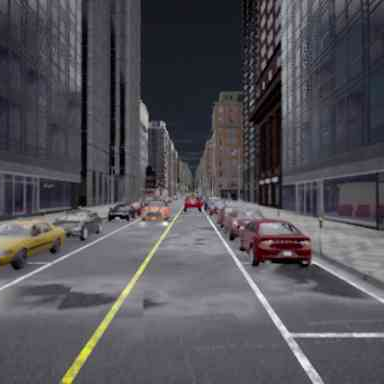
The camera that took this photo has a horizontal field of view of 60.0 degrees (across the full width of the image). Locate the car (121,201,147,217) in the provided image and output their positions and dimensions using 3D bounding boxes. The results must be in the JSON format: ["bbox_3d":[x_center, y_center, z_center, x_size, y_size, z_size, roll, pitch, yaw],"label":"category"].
[{"bbox_3d":[-5.863,1.695,34.028,1.887,1.381,4.507,1,0,0],"label":"car"}]

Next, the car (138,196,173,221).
[{"bbox_3d":[-3.012,1.476,28.569,2.097,1.767,4.553,0,0,0],"label":"car"}]

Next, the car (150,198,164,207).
[{"bbox_3d":[-5.872,1.800,56.525,1.887,1.381,4.507,1,0,0],"label":"car"}]

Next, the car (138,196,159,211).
[{"bbox_3d":[-5.865,1.517,45.278,2.192,1.841,5.009,1,0,0],"label":"car"}]

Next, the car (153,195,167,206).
[{"bbox_3d":[-5.872,1.598,62.151,2.192,1.841,5.009,1,0,0],"label":"car"}]

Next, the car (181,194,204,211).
[{"bbox_3d":[0.083,1.413,43.211,2.150,2.045,5.566,0,0,0],"label":"car"}]

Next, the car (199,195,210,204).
[{"bbox_3d":[2.649,1.652,73.395,2.192,1.841,5.009,1,0,0],"label":"car"}]

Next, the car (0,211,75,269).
[{"bbox_3d":[-5.854,1.575,11.360,1.752,1.417,4.829,1,0,0],"label":"car"}]

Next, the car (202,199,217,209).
[{"bbox_3d":[2.656,1.779,50.897,2.008,1.369,4.403,1,0,0],"label":"car"}]

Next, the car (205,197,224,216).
[{"bbox_3d":[2.664,1.590,34.024,1.967,1.590,4.097,1,0,0],"label":"car"}]

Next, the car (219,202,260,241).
[{"bbox_3d":[2.671,1.515,17.152,1.967,1.590,4.097,1,0,0],"label":"car"}]

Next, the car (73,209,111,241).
[{"bbox_3d":[-5.857,1.626,17.155,2.008,1.369,4.403,1,0,0],"label":"car"}]

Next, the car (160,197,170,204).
[{"bbox_3d":[-5.879,1.862,73.229,1.752,1.417,4.829,1,0,0],"label":"car"}]

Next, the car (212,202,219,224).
[{"bbox_3d":[2.667,1.644,22.776,1.887,1.381,4.507,1,0,0],"label":"car"}]

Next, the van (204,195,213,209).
[{"bbox_3d":[2.663,1.517,39.649,1.690,1.788,3.998,1,0,0],"label":"van"}]

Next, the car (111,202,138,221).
[{"bbox_3d":[-5.861,1.691,28.403,1.947,1.339,4.313,1,0,0],"label":"car"}]

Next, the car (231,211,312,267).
[{"bbox_3d":[2.672,1.595,11.527,1.887,1.381,4.507,1,0,0],"label":"car"}]

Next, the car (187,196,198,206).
[{"bbox_3d":[0.075,1.629,61.191,2.097,1.767,4.553,0,0,0],"label":"car"}]

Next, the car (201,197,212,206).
[{"bbox_3d":[2.652,1.722,62.145,1.967,1.590,4.097,1,0,0],"label":"car"}]
